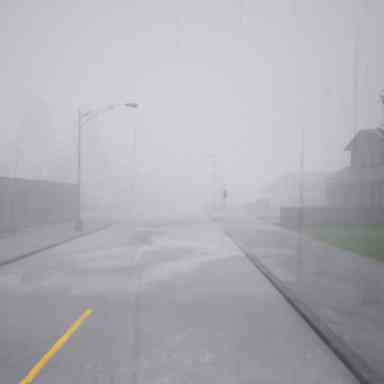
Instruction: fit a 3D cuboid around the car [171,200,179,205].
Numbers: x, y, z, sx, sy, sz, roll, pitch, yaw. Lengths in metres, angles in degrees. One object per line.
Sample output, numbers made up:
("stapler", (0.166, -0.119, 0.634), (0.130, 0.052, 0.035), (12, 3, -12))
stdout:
("car", (-3.979, 2.553, 77.654), (1.812, 1.442, 4.674), (0, -1, 0))
